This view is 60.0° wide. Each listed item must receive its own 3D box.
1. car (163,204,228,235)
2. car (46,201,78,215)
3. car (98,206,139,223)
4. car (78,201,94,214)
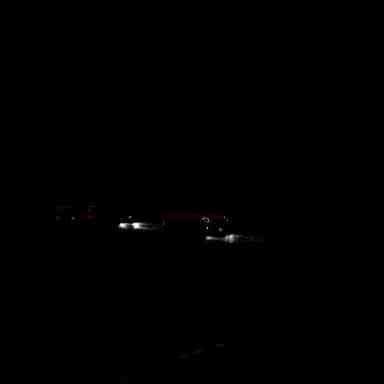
[{"bbox_3d":[0.190,1.576,20.599,2.097,1.767,4.553,1,-1,-40],"label":"car"},{"bbox_3d":[-15.657,1.859,39.368,1.882,1.535,5.008,1,0,-40],"label":"car"},{"bbox_3d":[-6.279,1.849,28.261,1.994,1.385,4.181,1,-1,-40],"label":"car"},{"bbox_3d":[-14.049,1.935,42.003,1.837,1.490,4.892,1,-1,-40],"label":"car"}]
